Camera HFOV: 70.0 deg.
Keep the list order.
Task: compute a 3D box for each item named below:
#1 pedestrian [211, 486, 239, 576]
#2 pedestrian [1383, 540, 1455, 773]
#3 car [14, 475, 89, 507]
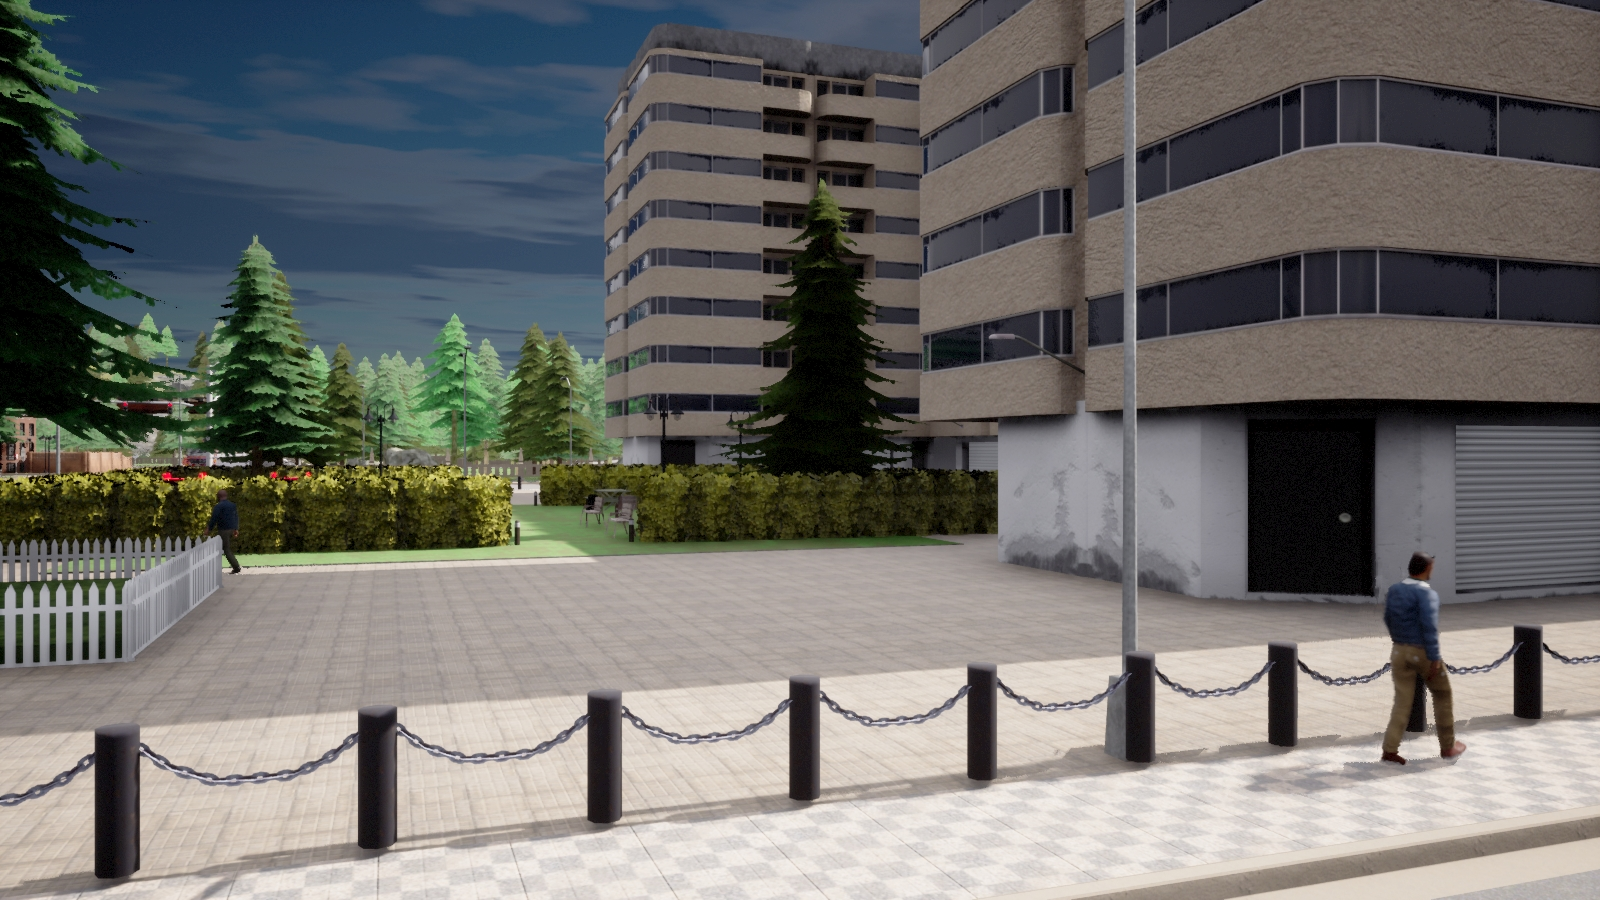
[{"bbox_3d":[-12.075,1.687,24.000,0.375,1.860,0.375,0,0,15],"label":"pedestrian"},{"bbox_3d":[5.174,1.699,9.555,0.375,1.860,0.375,0,0,-22],"label":"pedestrian"},{"bbox_3d":[-38.243,2.063,58.523,2.163,1.488,4.792,0,0,-20],"label":"car"}]
